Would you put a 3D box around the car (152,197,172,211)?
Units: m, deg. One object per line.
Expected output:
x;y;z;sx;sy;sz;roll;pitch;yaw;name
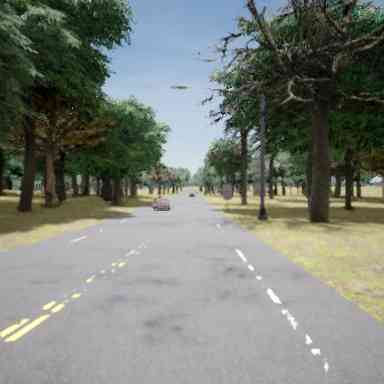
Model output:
-3.503;1.359;39.586;1.812;1.442;4.674;0;0;0;car
